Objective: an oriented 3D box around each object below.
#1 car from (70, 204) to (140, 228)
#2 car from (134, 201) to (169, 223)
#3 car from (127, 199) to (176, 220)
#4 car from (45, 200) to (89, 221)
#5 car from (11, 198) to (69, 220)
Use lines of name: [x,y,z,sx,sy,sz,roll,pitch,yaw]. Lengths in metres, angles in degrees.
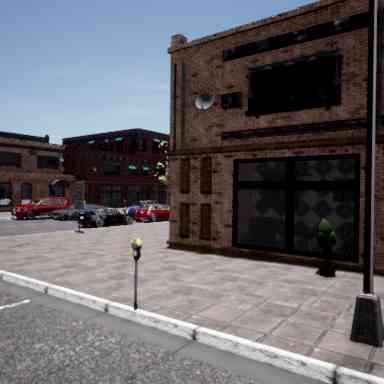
car: [-6.213,1.795,24.172,1.947,1.339,4.313,0,0,36]
car: [-2.931,1.722,28.647,1.967,1.590,4.097,0,0,36]
car: [-3.818,1.612,31.814,2.097,1.767,4.553,1,0,36]
car: [-9.622,1.705,29.311,2.033,1.411,5.357,1,0,36]
car: [-12.968,1.412,29.127,2.192,1.841,5.009,0,0,36]
